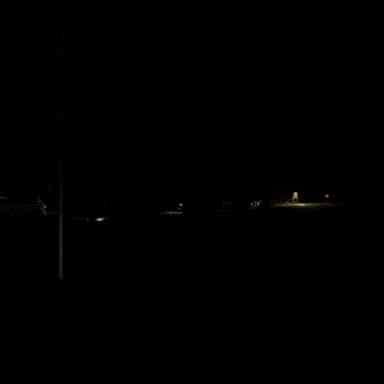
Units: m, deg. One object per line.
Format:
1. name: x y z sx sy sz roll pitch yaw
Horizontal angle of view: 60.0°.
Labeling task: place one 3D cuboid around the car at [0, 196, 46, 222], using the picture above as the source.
1. car: -14.194 1.351 25.791 2.150 2.045 5.566 -1 -1 34

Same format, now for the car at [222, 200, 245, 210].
1. car: 6.374 1.890 50.374 2.128 1.511 4.902 -1 -1 35

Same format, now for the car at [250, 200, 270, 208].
1. car: 12.056 2.088 58.647 1.895 1.301 4.718 -1 -1 35

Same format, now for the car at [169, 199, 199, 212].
1. car: -1.032 1.697 44.762 2.097 1.767 4.553 -1 -1 35

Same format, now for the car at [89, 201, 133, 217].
1. car: -8.300 1.705 34.286 1.882 1.535 5.008 -1 -1 35
